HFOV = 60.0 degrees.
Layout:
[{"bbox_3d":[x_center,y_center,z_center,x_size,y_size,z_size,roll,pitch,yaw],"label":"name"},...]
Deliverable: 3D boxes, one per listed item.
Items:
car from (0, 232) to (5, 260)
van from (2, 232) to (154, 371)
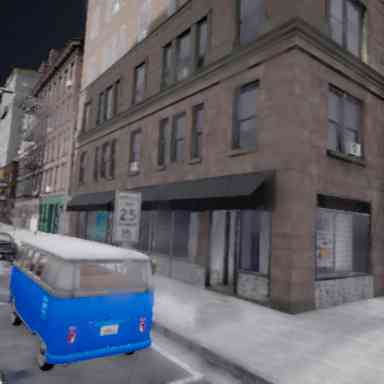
[{"bbox_3d":[-9.108,2.451,15.152,2.008,1.369,4.403,8,-7,-37],"label":"car"},{"bbox_3d":[-2.293,1.814,6.262,1.690,1.788,3.998,8,-7,-37],"label":"van"}]
